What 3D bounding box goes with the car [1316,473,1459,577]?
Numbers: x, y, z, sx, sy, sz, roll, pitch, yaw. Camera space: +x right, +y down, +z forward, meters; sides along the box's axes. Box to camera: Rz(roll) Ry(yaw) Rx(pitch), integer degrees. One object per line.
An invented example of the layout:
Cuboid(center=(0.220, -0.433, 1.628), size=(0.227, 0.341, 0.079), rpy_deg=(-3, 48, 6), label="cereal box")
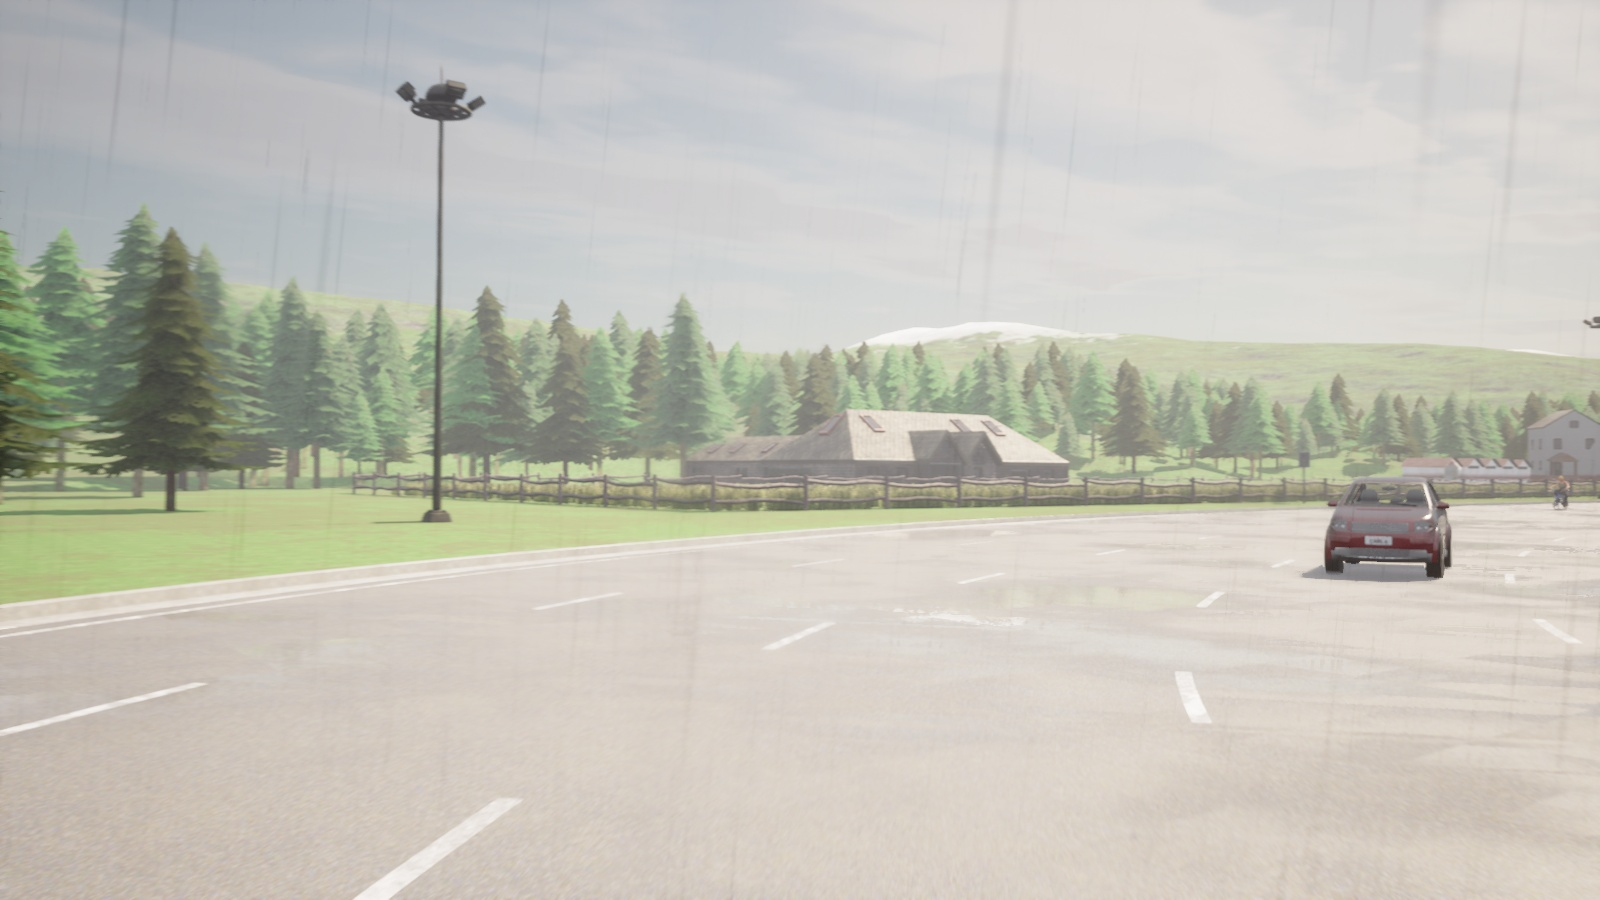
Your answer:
Cuboid(center=(9.724, 1.149, 20.642), size=(1.789, 1.549, 3.705), rpy_deg=(-1, -1, 30), label="car")
